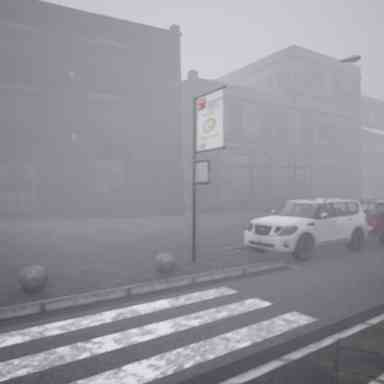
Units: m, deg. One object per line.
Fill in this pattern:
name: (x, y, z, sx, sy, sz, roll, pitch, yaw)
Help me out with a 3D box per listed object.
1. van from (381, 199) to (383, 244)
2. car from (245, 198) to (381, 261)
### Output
van: (9.037, 1.319, 15.976, 4.442, 1.987, 1.878, 0, 0, -35)
car: (4.575, 1.276, 12.834, 5.566, 2.045, 2.435, 0, 0, -35)
